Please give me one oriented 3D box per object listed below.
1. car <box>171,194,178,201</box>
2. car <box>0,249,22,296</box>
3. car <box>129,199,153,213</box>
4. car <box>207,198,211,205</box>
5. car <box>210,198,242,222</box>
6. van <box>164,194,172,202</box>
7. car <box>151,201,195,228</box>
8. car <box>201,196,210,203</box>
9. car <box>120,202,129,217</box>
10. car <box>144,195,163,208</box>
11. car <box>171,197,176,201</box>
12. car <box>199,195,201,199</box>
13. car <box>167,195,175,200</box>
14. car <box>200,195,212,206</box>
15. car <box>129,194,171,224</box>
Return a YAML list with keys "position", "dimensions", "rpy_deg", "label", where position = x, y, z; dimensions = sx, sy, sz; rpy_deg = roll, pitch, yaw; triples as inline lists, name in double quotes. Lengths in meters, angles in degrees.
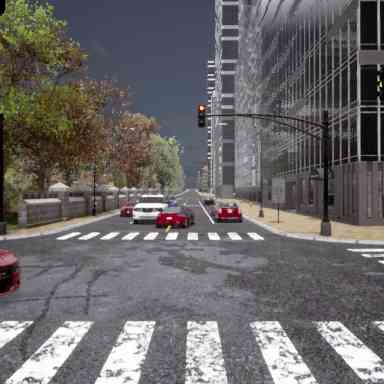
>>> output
- position: [-2.992, 1.354, 45.841]
  dimensions: [2.097, 1.767, 4.553]
  rpy_deg: [0, 0, 0]
  label: "car"
- position: [-5.952, 1.482, 7.352]
  dimensions: [5.008, 1.535, 1.882]
  rpy_deg: [0, -1, 27]
  label: "car"
- position: [-5.610, 1.553, 37.376]
  dimensions: [2.008, 1.369, 4.403]
  rpy_deg: [0, 0, 0]
  label: "car"
- position: [2.758, 1.568, 31.678]
  dimensions: [1.947, 1.339, 4.313]
  rpy_deg: [0, 0, 0]
  label: "car"
- position: [2.747, 1.442, 25.997]
  dimensions: [1.967, 1.590, 4.097]
  rpy_deg: [0, 0, 0]
  label: "car"
- position: [-5.523, 1.313, 77.158]
  dimensions: [1.690, 1.788, 3.998]
  rpy_deg: [0, 0, 0]
  label: "van"
- position: [-1.022, 1.565, 22.202]
  dimensions: [1.994, 1.385, 4.181]
  rpy_deg: [0, 0, 10]
  label: "car"
- position: [2.845, 1.506, 71.619]
  dimensions: [1.752, 1.417, 4.829]
  rpy_deg: [0, 0, 0]
  label: "car"
- position: [-5.622, 1.547, 31.693]
  dimensions: [1.887, 1.381, 4.507]
  rpy_deg: [0, 0, 0]
  label: "car"
- position: [-5.585, 1.316, 48.742]
  dimensions: [2.192, 1.841, 5.009]
  rpy_deg: [0, 0, 0]
  label: "car"
- position: [-3.023, 1.528, 35.631]
  dimensions: [1.812, 1.442, 4.674]
  rpy_deg: [0, 0, 0]
  label: "car"
- position: [2.820, 1.434, 60.083]
  dimensions: [1.967, 1.590, 4.097]
  rpy_deg: [0, 0, 0]
  label: "car"
- position: [-5.500, 1.531, 88.525]
  dimensions: [1.802, 1.307, 4.206]
  rpy_deg: [0, 0, 0]
  label: "car"
- position: [2.807, 1.564, 54.402]
  dimensions: [1.947, 1.339, 4.313]
  rpy_deg: [0, 0, 0]
  label: "car"
- position: [-3.049, 1.223, 25.477]
  dimensions: [2.150, 2.045, 5.566]
  rpy_deg: [0, 0, 0]
  label: "car"
